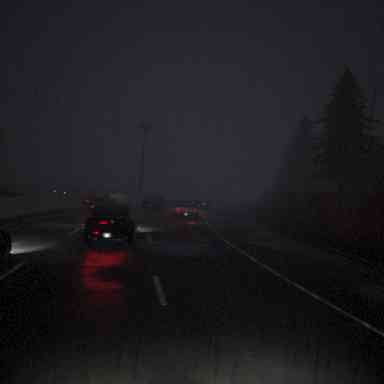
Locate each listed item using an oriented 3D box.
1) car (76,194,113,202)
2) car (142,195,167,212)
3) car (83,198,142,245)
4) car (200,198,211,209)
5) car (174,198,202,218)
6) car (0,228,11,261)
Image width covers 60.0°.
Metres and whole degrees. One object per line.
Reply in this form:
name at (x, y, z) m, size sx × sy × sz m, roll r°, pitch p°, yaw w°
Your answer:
car at (-7.375, 0.903, 27.278) m, size 2.128 × 1.511 × 4.902 m, roll 3°, pitch 0°, yaw 1°
car at (-3.604, 1.078, 32.756) m, size 1.882 × 1.535 × 5.008 m, roll 3°, pitch 0°, yaw 4°
car at (-3.269, 1.232, 14.078) m, size 1.837 × 1.490 × 4.892 m, roll 3°, pitch 0°, yaw -7°
car at (1.268, 1.431, 42.461) m, size 1.895 × 1.301 × 4.718 m, roll 3°, pitch 0°, yaw 10°
car at (-0.382, 1.418, 27.941) m, size 1.895 × 1.301 × 4.718 m, roll 3°, pitch 0°, yaw 2°
car at (-5.825, 1.178, 7.747) m, size 1.994 × 1.385 × 4.181 m, roll 3°, pitch 0°, yaw -11°
